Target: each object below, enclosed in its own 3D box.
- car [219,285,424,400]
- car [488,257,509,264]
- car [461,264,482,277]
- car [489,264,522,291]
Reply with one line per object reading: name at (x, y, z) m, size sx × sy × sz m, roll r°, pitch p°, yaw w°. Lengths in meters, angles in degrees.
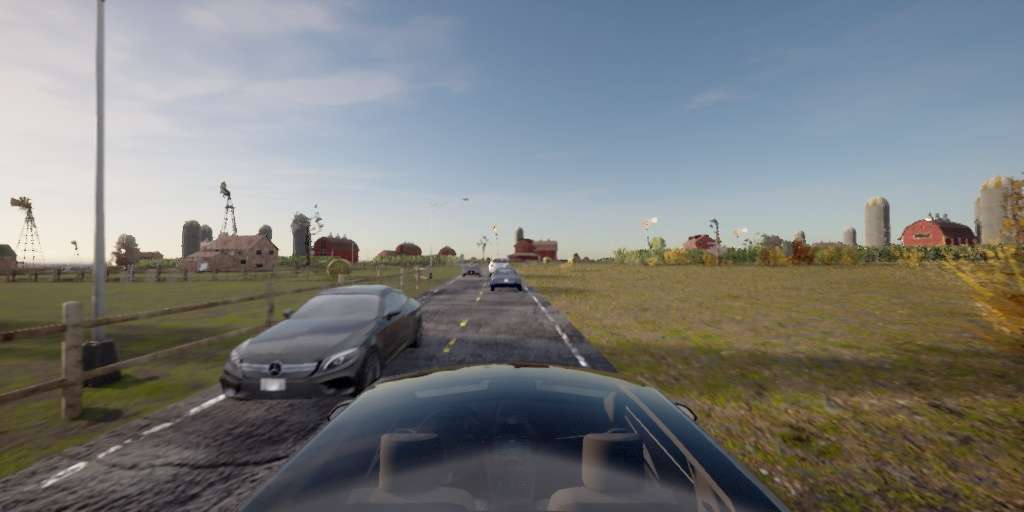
car at (-2.908, 1.300, 6.632) m, size 1.812 × 1.442 × 4.674 m, roll 0°, pitch 0°, yaw -1°
car at (-1.465, 1.182, 40.419) m, size 2.150 × 2.045 × 5.566 m, roll 0°, pitch 0°, yaw -4°
car at (-4.229, 1.502, 37.933) m, size 1.994 × 1.385 × 4.181 m, roll 0°, pitch -1°, yaw -4°
car at (-0.416, 1.418, 23.125) m, size 1.994 × 1.385 × 4.181 m, roll 0°, pitch 0°, yaw -2°
